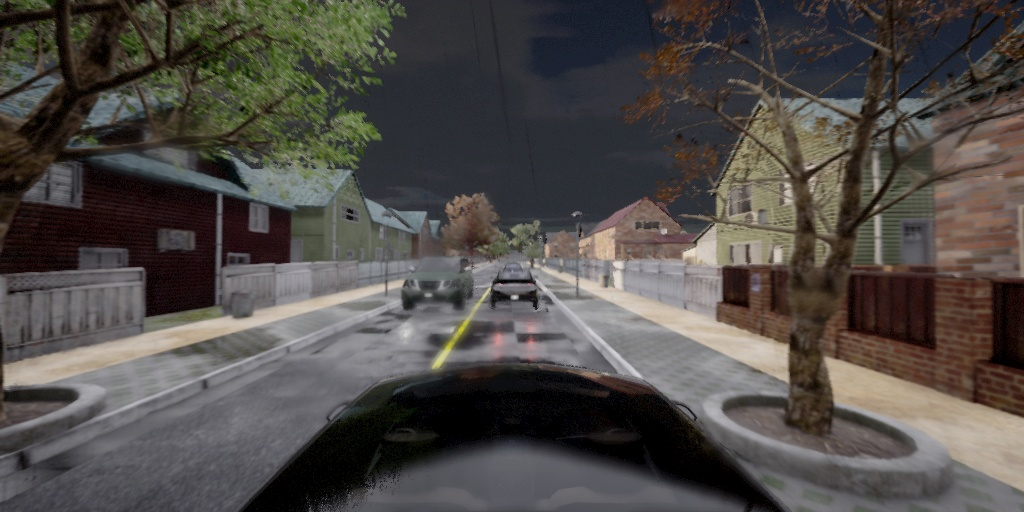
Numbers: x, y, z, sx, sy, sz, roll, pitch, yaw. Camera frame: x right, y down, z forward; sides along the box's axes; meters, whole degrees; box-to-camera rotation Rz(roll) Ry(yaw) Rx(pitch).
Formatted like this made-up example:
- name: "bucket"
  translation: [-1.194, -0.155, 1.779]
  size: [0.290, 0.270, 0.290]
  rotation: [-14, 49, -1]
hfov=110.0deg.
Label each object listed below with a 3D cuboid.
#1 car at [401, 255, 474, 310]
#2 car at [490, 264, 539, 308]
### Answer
- name: "car"
  translation: [-2.853, 0.985, 15.016]
  size: [2.150, 2.045, 5.566]
  rotation: [0, 0, 0]
- name: "car"
  translation: [0.096, 1.256, 15.148]
  size: [2.128, 1.511, 4.902]
  rotation: [0, 0, 0]
